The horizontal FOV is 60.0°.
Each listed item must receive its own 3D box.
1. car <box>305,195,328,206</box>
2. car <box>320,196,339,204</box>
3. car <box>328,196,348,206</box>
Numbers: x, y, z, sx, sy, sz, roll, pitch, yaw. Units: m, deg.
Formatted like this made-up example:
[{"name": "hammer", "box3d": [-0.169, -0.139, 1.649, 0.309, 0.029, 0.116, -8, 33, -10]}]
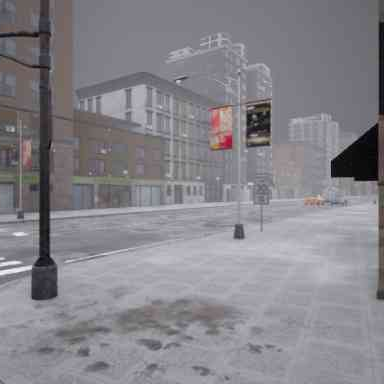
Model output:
[{"name": "car", "box3d": [19.354, 1.182, 52.218, 2.097, 1.767, 4.553, 0, 0, 35]}, {"name": "car", "box3d": [24.946, 1.374, 60.238, 2.033, 1.411, 5.357, 0, 0, 37]}, {"name": "car", "box3d": [22.782, 1.377, 51.433, 2.033, 1.411, 5.357, 0, 0, 34]}]
